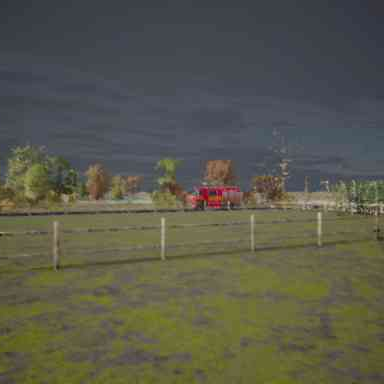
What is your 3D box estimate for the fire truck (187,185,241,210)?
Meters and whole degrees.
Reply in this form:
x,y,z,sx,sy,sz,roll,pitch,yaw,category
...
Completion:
x,y,z,sx,sy,sz,roll,pitch,yaw,category
3.472,0.814,52.606,8.468,3.827,2.891,0,0,-25,fire truck
